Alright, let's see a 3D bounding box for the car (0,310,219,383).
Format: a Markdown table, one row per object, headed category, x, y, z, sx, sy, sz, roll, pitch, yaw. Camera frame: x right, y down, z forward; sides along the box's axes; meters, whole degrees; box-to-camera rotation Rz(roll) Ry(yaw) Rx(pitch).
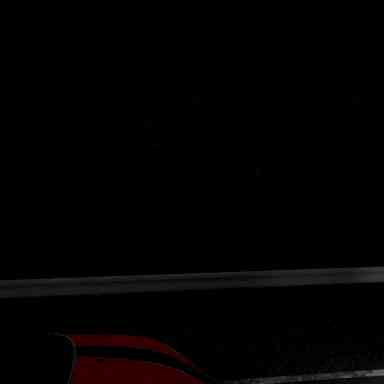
| category | x | y | z | sx | sy | sz | roll | pitch | yaw |
| --- | --- | --- | --- | --- | --- | --- | --- | --- | --- |
| car | -1.841 | 1.352 | 1.677 | 4.553 | 1.767 | 2.097 | 0 | 0 | -7 |
